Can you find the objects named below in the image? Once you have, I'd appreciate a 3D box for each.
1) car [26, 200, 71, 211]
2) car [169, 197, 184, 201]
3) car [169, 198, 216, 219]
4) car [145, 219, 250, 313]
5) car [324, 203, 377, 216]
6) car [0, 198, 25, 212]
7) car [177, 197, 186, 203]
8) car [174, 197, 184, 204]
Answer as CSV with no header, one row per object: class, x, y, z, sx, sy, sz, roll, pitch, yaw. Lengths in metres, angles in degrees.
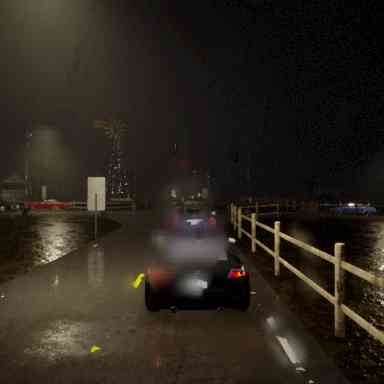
car,-16.367,1.535,37.646,4.718,1.301,1.895,1,-2,0
car,-2.754,1.680,55.471,2.128,1.511,4.902,0,0,0
car,0.122,1.380,16.392,2.097,1.767,4.553,0,0,0
car,0.110,1.573,7.749,1.994,1.385,4.181,0,0,0
car,17.908,1.950,37.662,5.357,1.411,2.033,1,-2,0
car,-20.255,1.292,34.093,4.892,1.490,1.837,1,-2,0
car,-2.618,1.923,80.865,1.994,1.385,4.181,0,0,0
car,-2.639,1.760,69.352,1.882,1.535,5.008,0,0,0
